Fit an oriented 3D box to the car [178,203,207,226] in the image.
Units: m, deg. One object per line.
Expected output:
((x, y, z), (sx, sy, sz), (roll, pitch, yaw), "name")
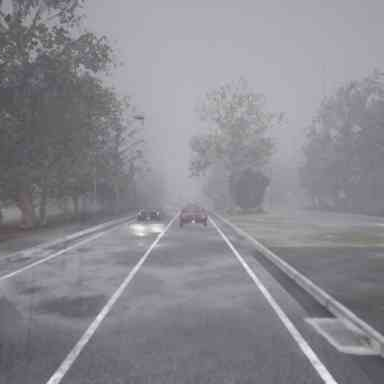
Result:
((0.094, 1.701, 24.130), (1.895, 1.301, 4.718), (0, -1, 0), "car")

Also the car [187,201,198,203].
((0.091, 1.915, 41.809), (2.128, 1.511, 4.902), (0, -1, 0), "car")

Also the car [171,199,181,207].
((-3.186, 2.300, 68.344), (1.837, 1.490, 4.892), (0, 0, 1), "car")

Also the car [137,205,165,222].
((-3.356, 1.759, 27.862), (1.895, 1.301, 4.718), (0, -1, 0), "car")
